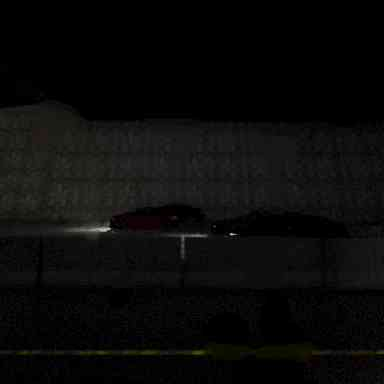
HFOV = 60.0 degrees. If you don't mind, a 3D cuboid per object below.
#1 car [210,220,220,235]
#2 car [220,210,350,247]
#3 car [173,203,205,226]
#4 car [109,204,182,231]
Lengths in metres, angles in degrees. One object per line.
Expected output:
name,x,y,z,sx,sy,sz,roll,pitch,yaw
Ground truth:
car,3.631,1.645,17.097,5.357,1.411,2.033,0,0,-1
car,3.807,1.587,13.600,4.892,1.490,1.837,0,0,-1
car,-1.525,1.603,24.040,4.892,1.490,1.837,0,0,-1
car,-2.915,1.638,20.523,4.181,1.385,1.994,0,0,-1
